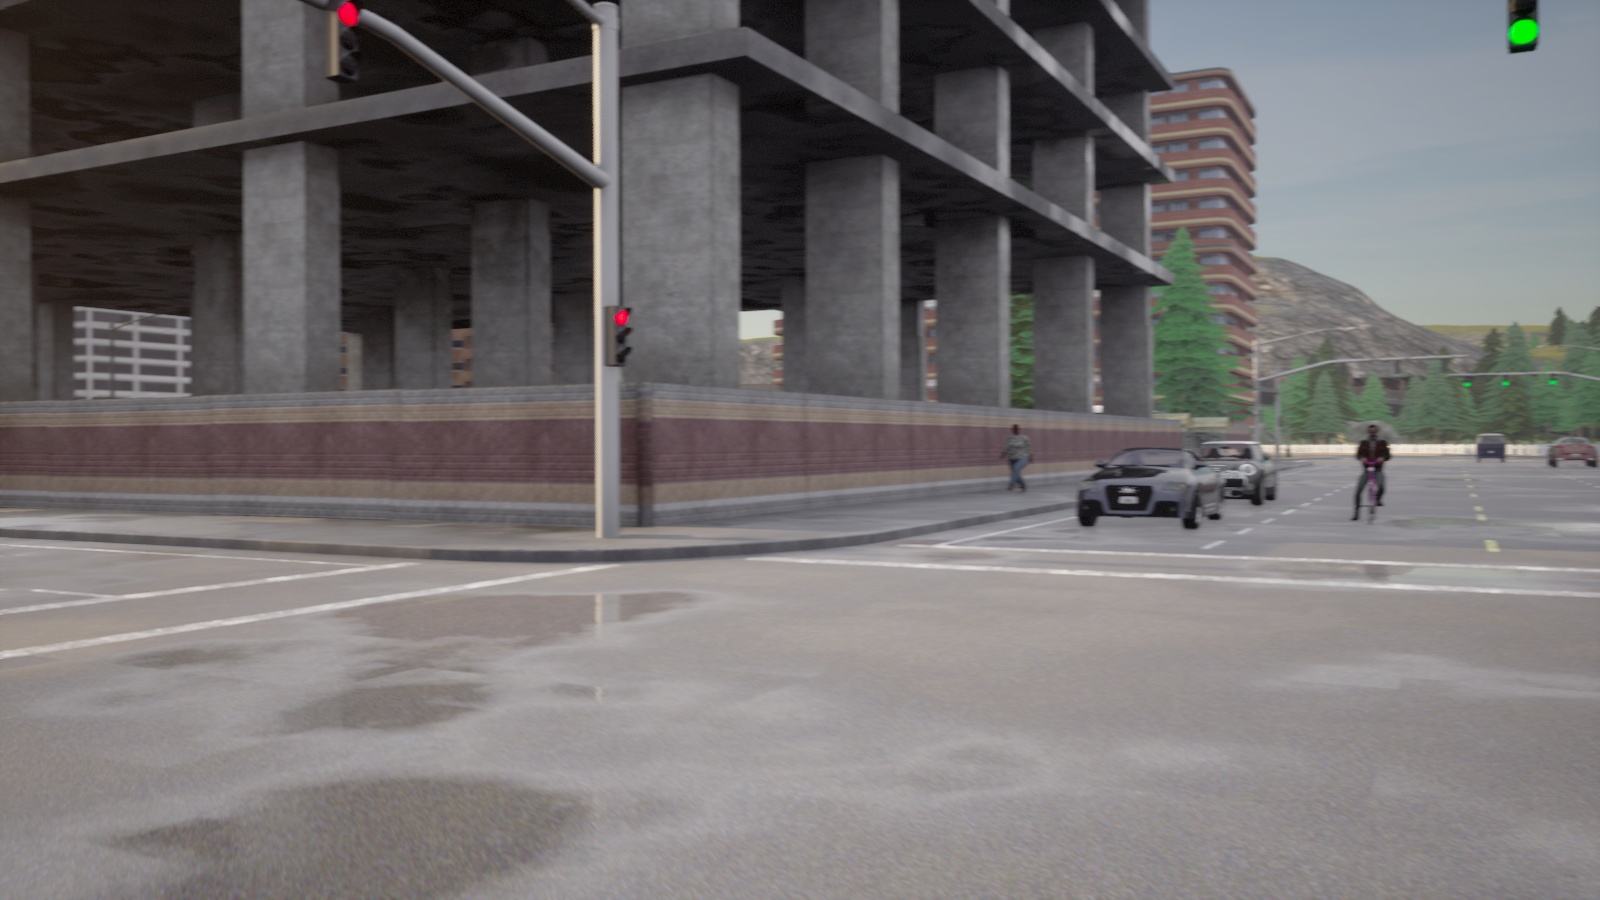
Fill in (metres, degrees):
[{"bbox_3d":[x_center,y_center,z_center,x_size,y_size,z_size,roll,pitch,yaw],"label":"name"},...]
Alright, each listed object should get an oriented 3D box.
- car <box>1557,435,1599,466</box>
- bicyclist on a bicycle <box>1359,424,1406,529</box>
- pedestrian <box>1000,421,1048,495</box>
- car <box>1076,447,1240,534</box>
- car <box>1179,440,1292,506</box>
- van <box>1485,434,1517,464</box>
[{"bbox_3d":[42.530,0.016,68.248,2.152,1.651,5.027,0,0,28],"label":"car"},{"bbox_3d":[10.300,0.445,22.168,0.659,1.776,1.843,0,0,28],"label":"bicyclist on a bicycle"},{"bbox_3d":[5.738,0.193,32.126,0.874,1.855,0.900,0,0,41],"label":"pedestrian"},{"bbox_3d":[6.501,0.647,22.474,1.994,1.385,4.181,0,0,28],"label":"car"},{"bbox_3d":[10.420,0.497,29.899,1.970,1.475,3.806,0,0,28],"label":"car"},{"bbox_3d":[47.391,-0.069,84.977,1.775,1.987,4.442,0,1,28],"label":"van"}]
